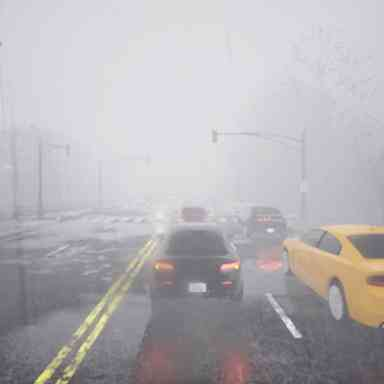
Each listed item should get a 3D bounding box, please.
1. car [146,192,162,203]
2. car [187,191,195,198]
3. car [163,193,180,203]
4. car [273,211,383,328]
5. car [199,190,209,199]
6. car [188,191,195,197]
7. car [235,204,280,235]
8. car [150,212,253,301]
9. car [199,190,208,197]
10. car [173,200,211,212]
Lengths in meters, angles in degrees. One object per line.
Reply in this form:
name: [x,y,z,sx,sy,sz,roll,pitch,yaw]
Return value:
car: [-6.680,0.960,56.507,1.882,1.535,5.008,0,0,0]
car: [-0.169,0.857,79.450,1.895,1.301,4.718,0,1,0]
car: [-3.431,1.009,56.404,1.812,1.442,4.674,0,0,0]
car: [3.336,1.413,7.003,1.882,1.535,5.008,0,0,0]
car: [3.082,0.805,79.011,2.033,1.411,5.357,0,1,0]
car: [-0.190,0.486,89.419,1.882,1.535,5.008,0,1,0]
car: [3.317,1.355,16.459,1.837,1.490,4.892,0,0,0]
car: [0.084,1.452,7.987,1.812,1.442,4.674,0,0,0]
car: [3.060,0.363,89.395,2.097,1.767,4.553,0,1,0]
car: [0.030,1.370,17.067,1.812,1.442,4.674,0,1,-2]
